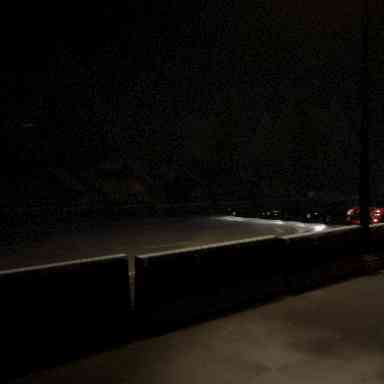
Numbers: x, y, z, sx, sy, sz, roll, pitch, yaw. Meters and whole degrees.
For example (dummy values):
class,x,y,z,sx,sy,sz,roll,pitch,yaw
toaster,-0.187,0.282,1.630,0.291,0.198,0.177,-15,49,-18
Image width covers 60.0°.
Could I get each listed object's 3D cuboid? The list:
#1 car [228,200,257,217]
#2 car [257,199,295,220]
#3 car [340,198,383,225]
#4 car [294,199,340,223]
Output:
class,x,y,z,sx,sy,sz,roll,pitch,yaw
car,5.710,1.389,29.564,5.357,1.411,2.033,-1,0,-35
car,7.807,1.345,26.760,4.892,1.490,1.837,-1,1,-35
car,11.764,1.194,20.984,4.553,1.767,2.097,-1,0,-35
car,9.849,1.345,23.918,4.892,1.490,1.837,-1,0,-35
